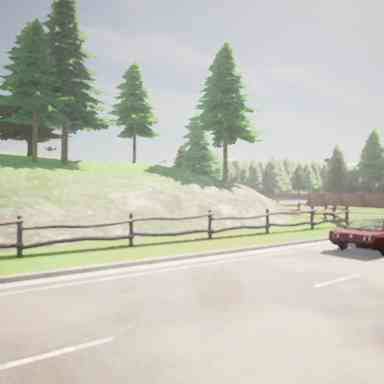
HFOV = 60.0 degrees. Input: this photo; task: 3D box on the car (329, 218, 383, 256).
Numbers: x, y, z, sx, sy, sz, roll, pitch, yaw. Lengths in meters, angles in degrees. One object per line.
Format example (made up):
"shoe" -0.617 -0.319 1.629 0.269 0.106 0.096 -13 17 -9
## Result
"car" 7.796 1.739 13.763 4.718 1.301 1.895 1 0 -36
